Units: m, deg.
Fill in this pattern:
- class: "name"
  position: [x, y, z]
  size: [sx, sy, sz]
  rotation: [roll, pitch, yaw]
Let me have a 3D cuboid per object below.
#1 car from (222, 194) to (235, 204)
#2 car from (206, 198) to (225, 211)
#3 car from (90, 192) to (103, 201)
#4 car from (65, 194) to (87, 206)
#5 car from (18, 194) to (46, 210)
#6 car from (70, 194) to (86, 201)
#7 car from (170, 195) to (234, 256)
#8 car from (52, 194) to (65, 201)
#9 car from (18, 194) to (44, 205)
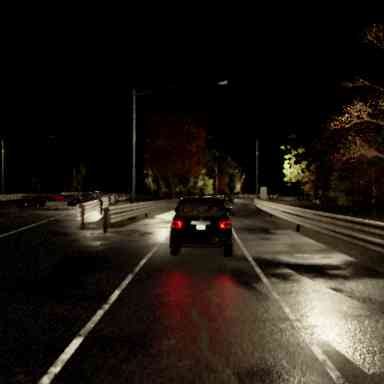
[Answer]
- class: "car"
  position: [7.302, 1.381, 66.821]
  size: [2.097, 1.767, 4.553]
  rotation: [0, 0, 13]
- class: "car"
  position: [3.064, 1.573, 42.588]
  size: [2.033, 1.411, 5.357]
  rotation: [0, 0, 8]
- class: "car"
  position: [-19.408, 0.857, 67.676]
  size: [2.097, 1.767, 4.553]
  rotation: [0, 0, -10]
- class: "car"
  position: [-15.597, 1.199, 45.485]
  size: [1.994, 1.385, 4.181]
  rotation: [0, 0, -10]
- class: "car"
  position: [-17.744, 1.143, 37.110]
  size: [1.882, 1.535, 5.008]
  rotation: [0, 0, -10]
- class: "car"
  position: [-22.578, 1.040, 65.987]
  size: [2.033, 1.411, 5.357]
  rotation: [0, 0, -10]
- class: "car"
  position: [0.409, 1.224, 13.370]
  size: [2.150, 2.045, 5.566]
  rotation: [0, 0, 3]
- class: "car"
  position: [-26.208, 1.026, 65.865]
  size: [1.994, 1.385, 4.181]
  rotation: [0, 0, -10]
- class: "car"
  position: [-23.112, 1.073, 47.975]
  size: [2.128, 1.511, 4.902]
  rotation: [0, 0, -10]
